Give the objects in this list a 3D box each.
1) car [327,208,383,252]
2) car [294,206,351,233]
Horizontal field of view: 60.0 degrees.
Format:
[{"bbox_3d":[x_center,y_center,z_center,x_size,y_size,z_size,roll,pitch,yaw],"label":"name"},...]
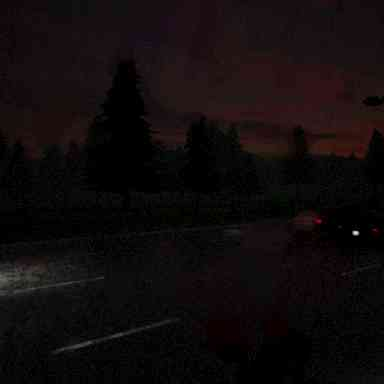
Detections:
[{"bbox_3d":[7.736,1.489,13.560,4.181,1.385,1.994,0,0,-35],"label":"car"},{"bbox_3d":[7.780,1.459,17.889,5.357,1.411,2.033,0,0,-35],"label":"car"}]
